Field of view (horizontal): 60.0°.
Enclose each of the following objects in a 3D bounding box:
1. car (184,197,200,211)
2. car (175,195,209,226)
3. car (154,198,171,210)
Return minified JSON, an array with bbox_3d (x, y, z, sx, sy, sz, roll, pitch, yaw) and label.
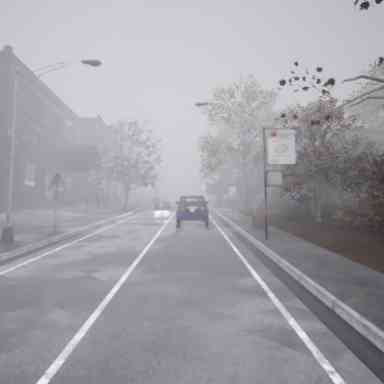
[{"bbox_3d":[-0.060,1.481,41.719,1.882,1.535,5.008,0,0,0],"label":"car"},{"bbox_3d":[0.012,1.224,23.398,2.150,2.045,5.566,0,0,0],"label":"car"},{"bbox_3d":[-3.748,1.498,42.772,2.128,1.511,4.902,0,0,0],"label":"car"}]
